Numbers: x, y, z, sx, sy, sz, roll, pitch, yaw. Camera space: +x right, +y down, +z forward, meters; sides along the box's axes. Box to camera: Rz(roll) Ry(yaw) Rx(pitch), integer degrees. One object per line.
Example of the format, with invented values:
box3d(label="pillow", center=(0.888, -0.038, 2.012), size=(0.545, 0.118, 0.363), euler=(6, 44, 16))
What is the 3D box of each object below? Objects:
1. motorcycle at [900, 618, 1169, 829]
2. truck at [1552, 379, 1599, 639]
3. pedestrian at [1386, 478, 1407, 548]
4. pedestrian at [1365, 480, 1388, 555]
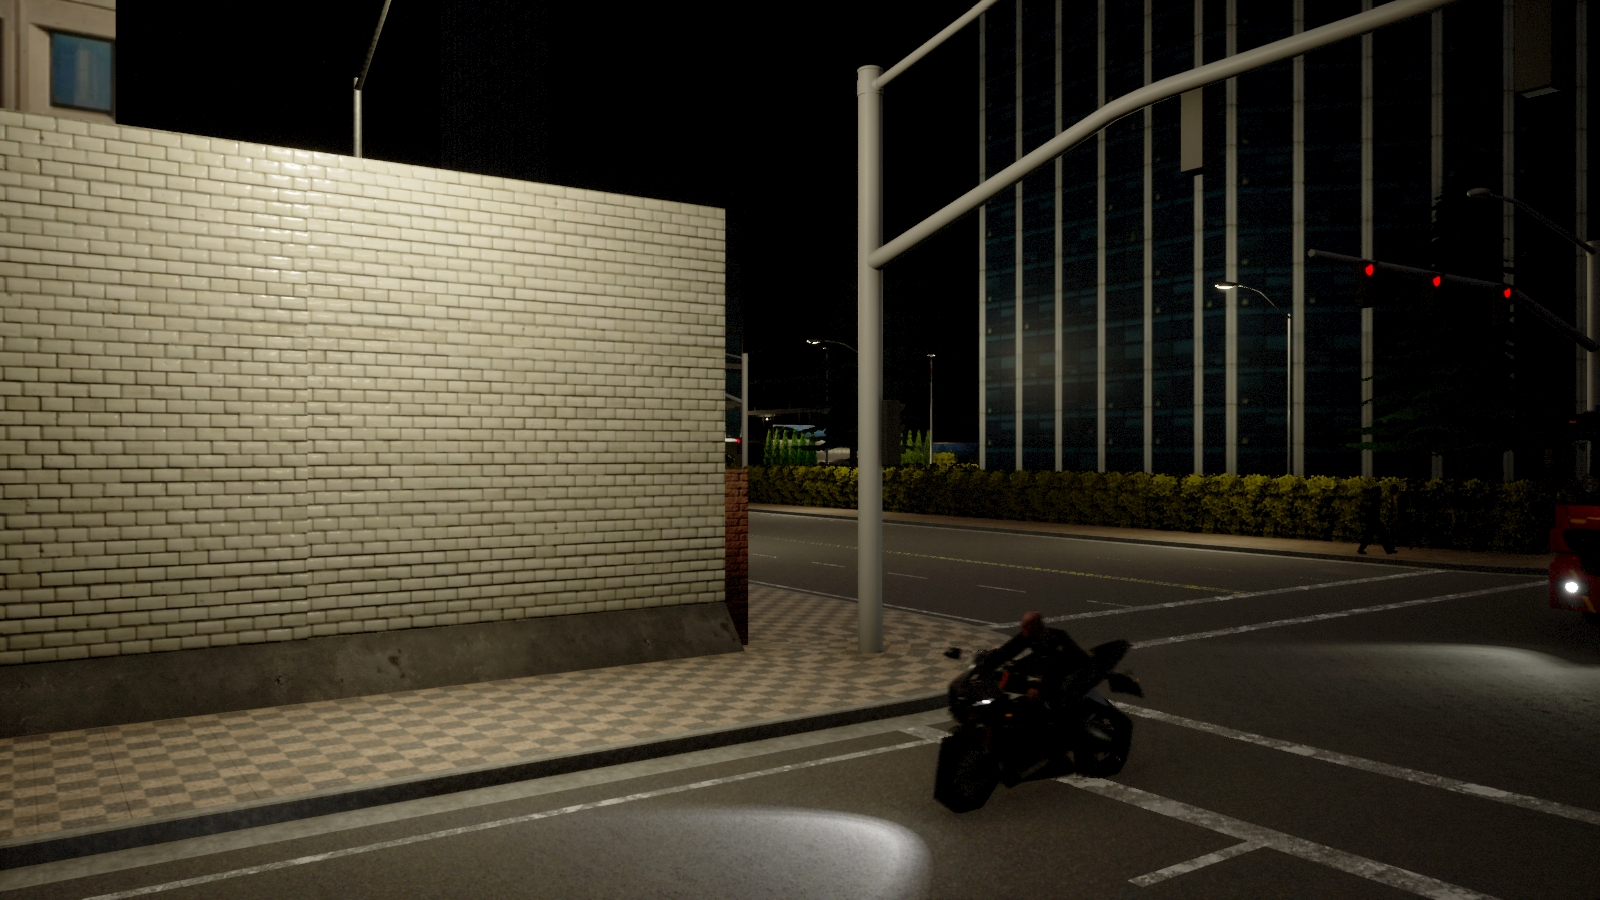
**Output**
box3d(label="motorcycle", center=(1.950, 2.148, 9.353), size=(2.209, 1.251, 0.867), euler=(0, 0, -35))
box3d(label="truck", center=(15.733, 0.867, 18.564), size=(8.468, 3.827, 2.891), euler=(0, 0, -35))
box3d(label="pedestrian", center=(16.127, 1.695, 30.886), size=(0.375, 1.860, 0.375), euler=(0, 0, -32))
box3d(label="pedestrian", center=(14.625, 1.698, 28.996), size=(0.375, 1.860, 0.375), euler=(0, 0, -33))
